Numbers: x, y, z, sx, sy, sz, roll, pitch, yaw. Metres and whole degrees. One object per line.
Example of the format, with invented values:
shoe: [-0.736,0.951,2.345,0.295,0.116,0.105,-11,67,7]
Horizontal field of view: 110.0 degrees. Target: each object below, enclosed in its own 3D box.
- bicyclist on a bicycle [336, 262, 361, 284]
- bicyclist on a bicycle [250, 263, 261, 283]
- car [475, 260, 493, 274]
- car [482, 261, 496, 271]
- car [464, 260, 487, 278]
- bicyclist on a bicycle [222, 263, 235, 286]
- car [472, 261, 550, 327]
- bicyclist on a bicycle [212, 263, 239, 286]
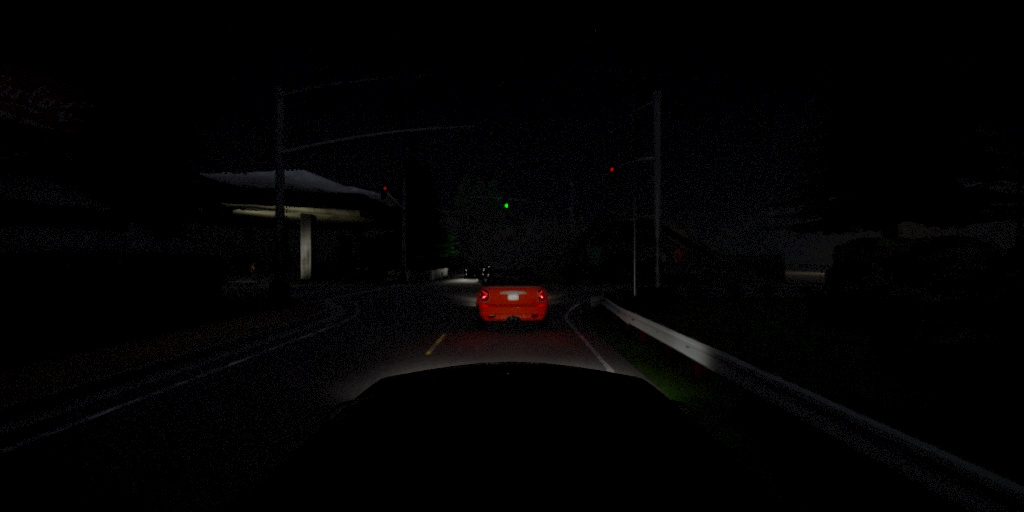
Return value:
bicyclist on a bicycle: [-11.770,1.238,25.882,1.656,1.620,0.582,1,-3,-19]
bicyclist on a bicycle: [-20.586,1.360,28.696,1.656,1.620,0.582,-1,-1,39]
car: [-3.590,1.364,46.707,2.097,1.767,4.553,0,0,0]
car: [-3.570,1.596,56.791,1.812,1.442,4.674,0,0,0]
car: [-3.592,1.306,36.663,2.097,1.767,4.553,0,0,0]
bicyclist on a bicycle: [-20.567,1.294,24.967,1.656,1.620,0.582,1,-1,-30]
car: [-0.063,1.158,11.968,2.097,1.767,4.553,0,0,-3]
bicyclist on a bicycle: [-21.317,1.340,26.715,0.582,1.620,1.656,0,-1,2]
